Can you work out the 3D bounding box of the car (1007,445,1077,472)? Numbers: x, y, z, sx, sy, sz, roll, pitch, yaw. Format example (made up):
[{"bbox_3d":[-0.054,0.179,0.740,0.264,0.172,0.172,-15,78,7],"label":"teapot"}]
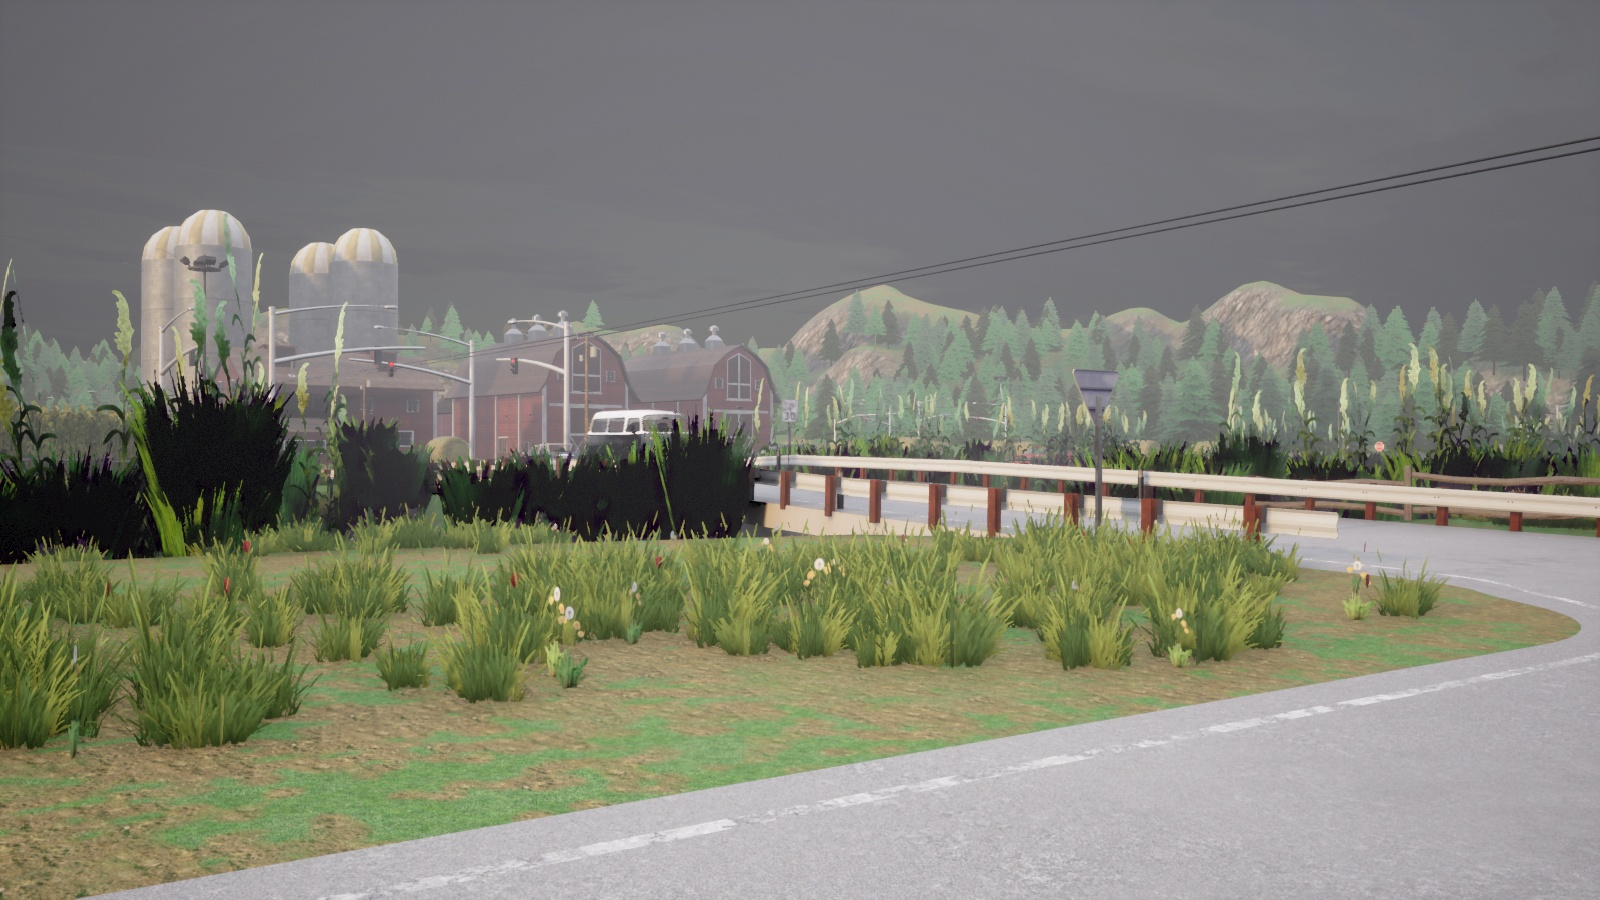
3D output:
[{"bbox_3d":[18.572,0.625,96.154,5.566,2.045,2.150,0,0,-38],"label":"car"}]

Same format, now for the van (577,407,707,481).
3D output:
[{"bbox_3d":[-4.720,-0.152,36.990,2.069,2.038,4.480,0,0,-33],"label":"van"}]

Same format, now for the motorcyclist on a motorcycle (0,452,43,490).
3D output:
[{"bbox_3d":[-34.404,0.902,54.729,2.350,1.649,0.766,0,0,-41],"label":"motorcyclist on a motorcycle"}]

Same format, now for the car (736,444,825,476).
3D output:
[{"bbox_3d":[-1.209,0.629,80.770,5.566,2.045,2.150,0,0,-38],"label":"car"}]

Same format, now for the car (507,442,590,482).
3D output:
[{"bbox_3d":[-10.347,0.507,51.584,1.970,1.475,3.806,0,-3,-35],"label":"car"}]
